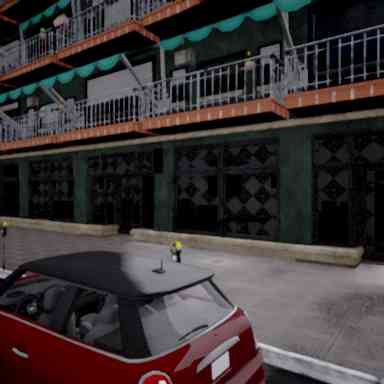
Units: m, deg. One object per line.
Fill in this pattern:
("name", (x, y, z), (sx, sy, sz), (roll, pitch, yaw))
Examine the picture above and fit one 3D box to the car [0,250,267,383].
("car", (-1.347, 1.421, 3.833), (4.097, 1.590, 1.967), (0, 0, 35))
